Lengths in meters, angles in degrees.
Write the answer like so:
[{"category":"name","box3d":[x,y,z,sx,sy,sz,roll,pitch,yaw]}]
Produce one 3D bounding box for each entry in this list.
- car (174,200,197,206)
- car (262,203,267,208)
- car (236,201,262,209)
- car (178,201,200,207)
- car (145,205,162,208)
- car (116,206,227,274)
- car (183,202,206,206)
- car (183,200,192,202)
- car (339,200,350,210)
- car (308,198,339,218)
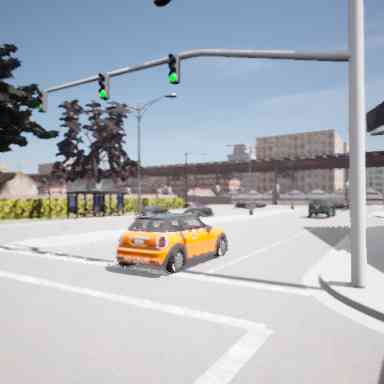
[{"category":"car","box3d":[-1.614,2.768,81.632,5.357,1.411,2.033,-1,-1,31]},{"category":"car","box3d":[12.363,2.469,64.373,4.181,1.385,1.994,-1,-1,45]},{"category":"car","box3d":[9.884,2.356,60.851,2.128,1.511,4.902,1,-1,-26]},{"category":"car","box3d":[-0.721,2.618,72.934,4.674,1.442,1.812,-1,-1,31]},{"category":"car","box3d":[-4.084,2.108,35.177,1.994,1.385,4.181,-1,-1,31]},{"category":"car","box3d":[-0.486,1.529,11.646,2.097,1.767,4.553,-1,-1,30]},{"category":"car","box3d":[0.754,2.107,36.472,1.994,1.385,4.181,-1,-1,31]},{"category":"car","box3d":[-1.260,2.396,69.178,4.553,1.767,2.097,-1,-1,31]},{"category":"car","box3d":[25.619,2.087,57.024,4.553,1.767,2.097,-1,-1,31]},{"category":"car","box3d":[14.219,1.702,36.427,2.150,2.045,5.566,-1,-1,31]}]
